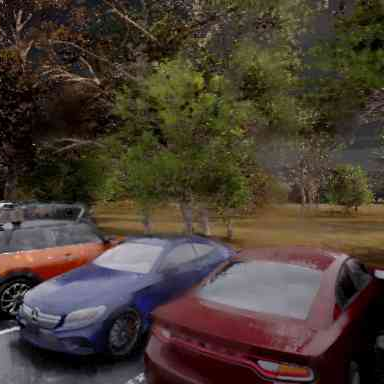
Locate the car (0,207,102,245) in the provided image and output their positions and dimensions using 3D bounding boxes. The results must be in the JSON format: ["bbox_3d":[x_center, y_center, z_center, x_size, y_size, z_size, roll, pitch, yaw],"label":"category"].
[{"bbox_3d":[-3.040,1.414,7.888,2.185,1.767,4.553,-1,0,35],"label":"car"}]

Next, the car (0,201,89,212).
[{"bbox_3d":[-5.306,1.313,9.507,2.435,2.045,5.566,-1,0,35],"label":"car"}]

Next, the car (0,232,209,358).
[{"bbox_3d":[-0.752,1.556,6.298,2.002,1.452,4.674,-1,0,35],"label":"car"}]

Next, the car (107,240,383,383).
[{"bbox_3d":[1.511,1.492,4.676,2.097,1.535,5.008,-1,0,35],"label":"car"}]
